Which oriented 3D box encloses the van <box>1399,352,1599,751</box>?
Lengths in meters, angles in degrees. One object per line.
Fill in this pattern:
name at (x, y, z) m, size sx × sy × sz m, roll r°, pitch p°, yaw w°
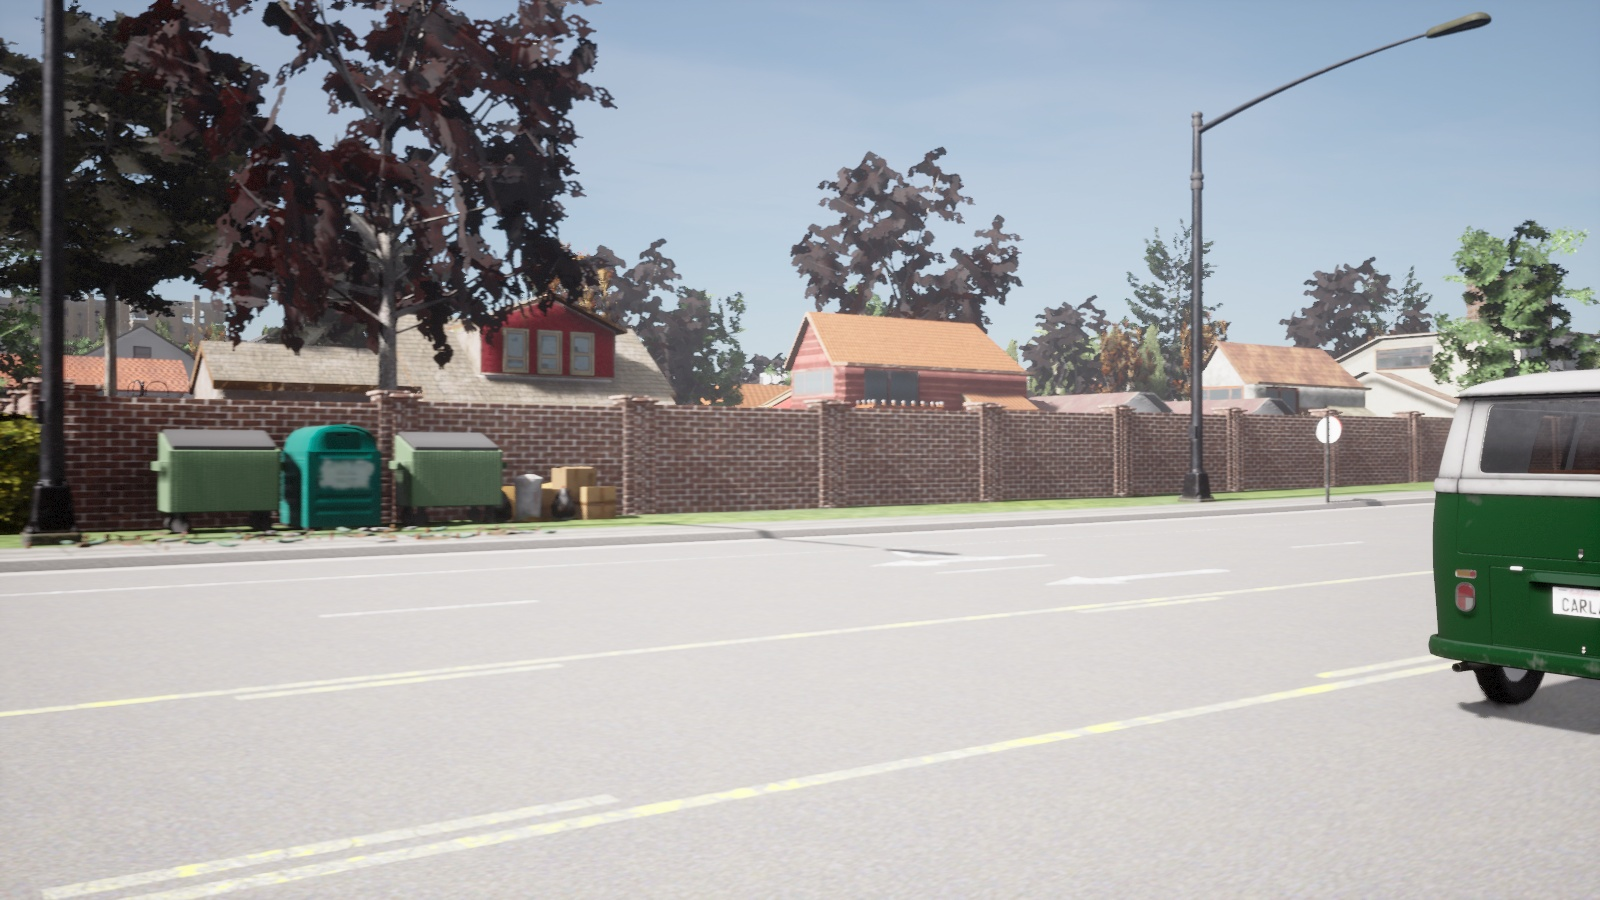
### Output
van at (5.721, 0.504, 7.642) m, size 4.442 × 1.987 × 1.775 m, roll 0°, pitch 0°, yaw -35°
